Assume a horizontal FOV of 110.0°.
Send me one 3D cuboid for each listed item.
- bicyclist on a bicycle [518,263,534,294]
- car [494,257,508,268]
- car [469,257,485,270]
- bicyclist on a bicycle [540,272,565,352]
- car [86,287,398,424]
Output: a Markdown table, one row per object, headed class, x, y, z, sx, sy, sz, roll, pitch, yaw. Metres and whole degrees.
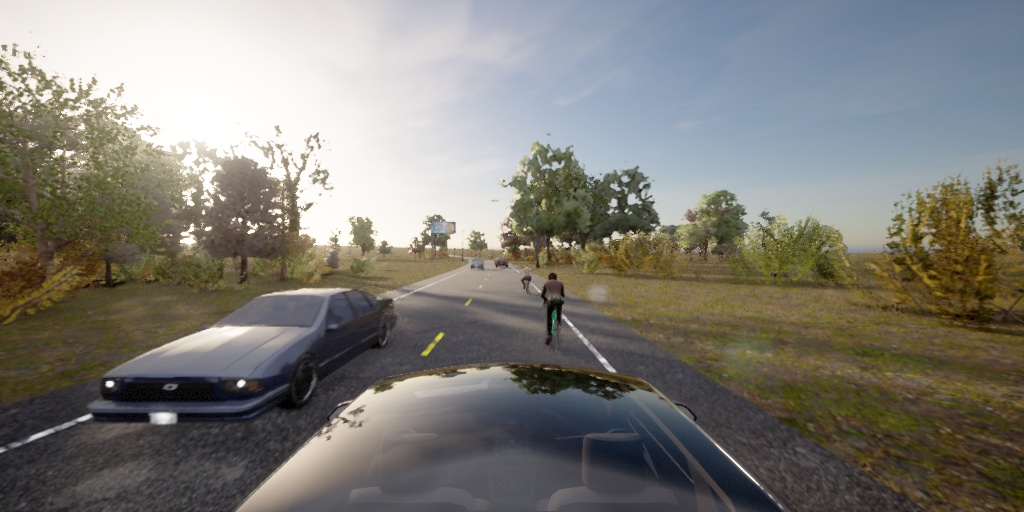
| class | x | y | z | sx | sy | sz | roll | pitch | yaw |
| --- | --- | --- | --- | --- | --- | --- | --- | --- | --- |
| bicyclist on a bicycle | 0.776 | 1.175 | 18.998 | 0.866 | 1.612 | 1.509 | 0 | 0 | -1 |
| car | -1.822 | 1.030 | 61.657 | 2.097 | 1.767 | 4.553 | 0 | 0 | -3 |
| car | -4.865 | 1.191 | 50.175 | 2.128 | 1.511 | 4.902 | 0 | 0 | -3 |
| bicyclist on a bicycle | 0.921 | 1.200 | 7.977 | 0.582 | 1.620 | 1.656 | 0 | 0 | 0 |
| car | -3.626 | 1.296 | 6.375 | 2.033 | 1.411 | 5.357 | 0 | 0 | 0 |
